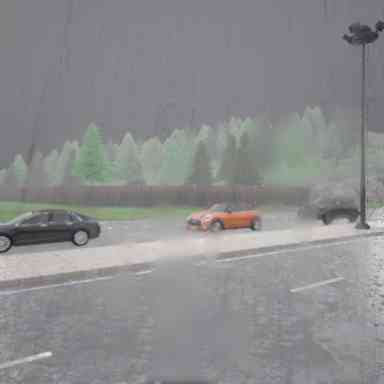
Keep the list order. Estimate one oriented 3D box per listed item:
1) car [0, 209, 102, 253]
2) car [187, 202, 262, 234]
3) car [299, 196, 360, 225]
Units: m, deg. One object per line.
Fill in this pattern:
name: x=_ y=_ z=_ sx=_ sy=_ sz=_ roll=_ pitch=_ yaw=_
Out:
car: x=-6.223 y=1.499 z=13.668 sx=4.892 sy=1.490 sz=1.837 roll=0 pitch=0 yaw=-35
car: x=1.916 y=1.393 z=19.401 sx=4.553 sy=1.767 sz=2.097 roll=0 pitch=0 yaw=-35
car: x=10.640 y=1.313 z=25.536 sx=5.566 sy=2.045 sz=2.150 roll=0 pitch=0 yaw=-35
